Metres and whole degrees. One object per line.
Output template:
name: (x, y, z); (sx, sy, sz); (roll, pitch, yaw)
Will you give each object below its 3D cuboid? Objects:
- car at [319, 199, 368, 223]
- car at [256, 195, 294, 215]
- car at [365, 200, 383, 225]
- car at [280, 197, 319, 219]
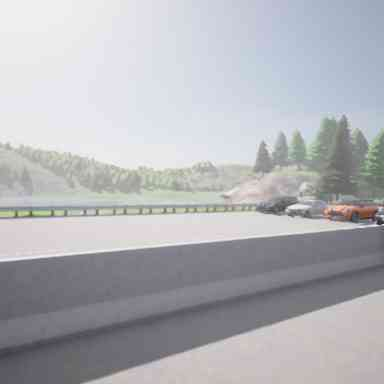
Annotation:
car: (12.052, 1.291, 24.994); (4.553, 1.767, 2.097); (1, 1, -34)
car: (8.061, 1.135, 30.741); (4.553, 1.767, 2.097); (1, 1, -34)
car: (14.085, 1.509, 22.149); (4.902, 1.511, 2.128); (1, 1, -34)
car: (9.850, 1.384, 27.727); (4.674, 1.442, 1.812); (1, 1, -35)
